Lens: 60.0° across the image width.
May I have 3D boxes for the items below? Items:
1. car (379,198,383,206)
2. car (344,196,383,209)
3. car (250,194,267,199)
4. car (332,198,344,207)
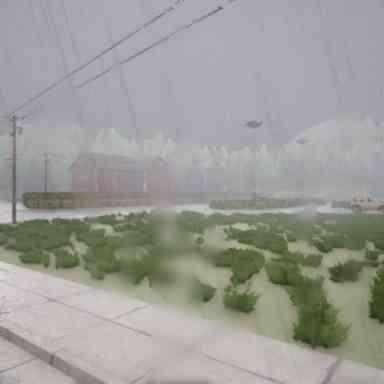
[{"bbox_3d":[33.707,1.714,55.894,3.905,1.438,1.784,0,0,37],"label":"car"},{"bbox_3d":[20.279,1.437,37.865,4.605,1.855,1.932,0,0,37],"label":"car"},{"bbox_3d":[13.364,1.400,65.597,2.150,2.045,5.566,0,0,38],"label":"car"},{"bbox_3d":[21.574,1.630,47.798,1.882,1.535,5.008,0,-1,37],"label":"car"}]
